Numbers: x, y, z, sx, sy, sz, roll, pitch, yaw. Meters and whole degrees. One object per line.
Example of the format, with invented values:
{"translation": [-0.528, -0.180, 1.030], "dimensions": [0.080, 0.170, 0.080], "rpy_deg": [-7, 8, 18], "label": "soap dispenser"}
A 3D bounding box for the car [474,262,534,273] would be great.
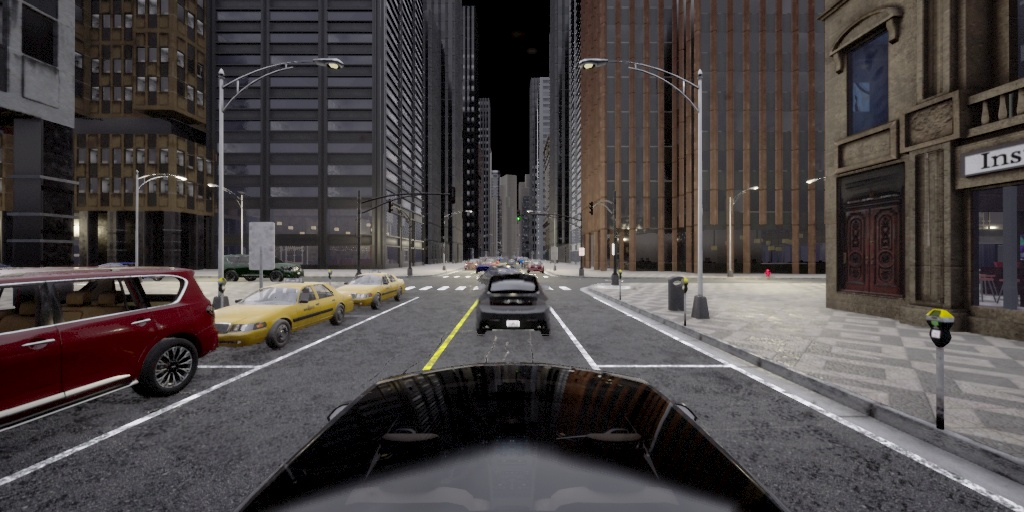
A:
{"translation": [-0.664, 1.297, 21.825], "dimensions": [2.033, 1.411, 5.357], "rpy_deg": [0, 0, -17], "label": "car"}

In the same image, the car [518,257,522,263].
{"translation": [2.618, 1.330, 64.228], "dimensions": [1.948, 1.339, 4.313], "rpy_deg": [0, 0, 0], "label": "car"}

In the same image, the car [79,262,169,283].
{"translation": [-28.574, 1.189, 26.533], "dimensions": [4.674, 1.442, 1.812], "rpy_deg": [0, 0, 0], "label": "car"}

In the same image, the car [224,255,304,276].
{"translation": [-18.581, 0.915, 26.644], "dimensions": [5.566, 2.045, 2.150], "rpy_deg": [0, 0, 1], "label": "car"}

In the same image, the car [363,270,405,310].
{"translation": [-5.792, 1.276, 14.809], "dimensions": [1.751, 1.417, 4.829], "rpy_deg": [0, 0, 0], "label": "car"}

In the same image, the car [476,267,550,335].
{"translation": [0.040, 1.257, 10.500], "dimensions": [1.837, 1.490, 4.892], "rpy_deg": [0, 0, 0], "label": "car"}

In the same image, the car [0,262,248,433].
{"translation": [-5.766, 1.065, 3.776], "dimensions": [2.192, 1.841, 5.009], "rpy_deg": [0, 0, 0], "label": "car"}

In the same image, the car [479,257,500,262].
{"translation": [-3.203, 1.111, 52.002], "dimensions": [2.097, 1.767, 4.553], "rpy_deg": [0, 0, 0], "label": "car"}

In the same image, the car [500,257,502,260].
{"translation": [-3.210, 1.115, 61.951], "dimensions": [2.097, 1.767, 4.553], "rpy_deg": [0, 0, 0], "label": "car"}

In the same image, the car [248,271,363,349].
{"translation": [-5.779, 1.276, 9.207], "dimensions": [1.751, 1.417, 4.829], "rpy_deg": [0, 0, 0], "label": "car"}

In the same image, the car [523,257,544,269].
{"translation": [2.670, 1.195, 41.793], "dimensions": [1.967, 1.591, 4.097], "rpy_deg": [0, 0, 0], "label": "car"}

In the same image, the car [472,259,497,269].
{"translation": [-3.184, 1.357, 42.308], "dimensions": [1.895, 1.301, 4.718], "rpy_deg": [0, 0, 0], "label": "car"}

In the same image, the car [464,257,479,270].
{"translation": [-5.881, 1.199, 52.972], "dimensions": [1.967, 1.591, 4.097], "rpy_deg": [0, 0, 0], "label": "car"}

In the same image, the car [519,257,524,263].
{"translation": [2.631, 1.312, 58.619], "dimensions": [2.007, 1.370, 4.403], "rpy_deg": [0, 0, 0], "label": "car"}
